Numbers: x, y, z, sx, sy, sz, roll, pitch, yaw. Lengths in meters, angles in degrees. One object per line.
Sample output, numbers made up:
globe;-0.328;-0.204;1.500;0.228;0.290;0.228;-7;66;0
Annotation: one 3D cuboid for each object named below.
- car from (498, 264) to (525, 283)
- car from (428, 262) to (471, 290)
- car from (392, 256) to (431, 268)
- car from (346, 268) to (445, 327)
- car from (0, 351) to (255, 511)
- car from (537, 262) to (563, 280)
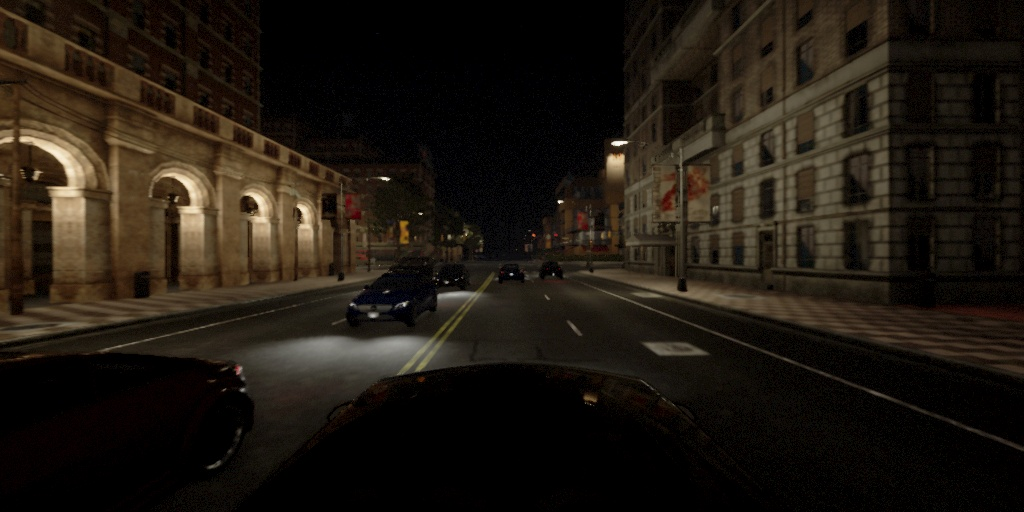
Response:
car;-0.051;1.307;28.070;1.994;1.385;4.181;0;0;-1
car;-3.693;1.261;22.619;1.837;1.490;4.892;0;0;0
car;-7.109;1.041;25.763;2.150;2.045;5.566;0;0;-1
car;-3.637;1.284;11.713;1.812;1.442;4.674;0;0;0
car;-3.593;1.325;1.901;1.994;1.385;4.181;0;0;0
car;3.346;1.238;31.396;1.837;1.490;4.892;0;0;0
